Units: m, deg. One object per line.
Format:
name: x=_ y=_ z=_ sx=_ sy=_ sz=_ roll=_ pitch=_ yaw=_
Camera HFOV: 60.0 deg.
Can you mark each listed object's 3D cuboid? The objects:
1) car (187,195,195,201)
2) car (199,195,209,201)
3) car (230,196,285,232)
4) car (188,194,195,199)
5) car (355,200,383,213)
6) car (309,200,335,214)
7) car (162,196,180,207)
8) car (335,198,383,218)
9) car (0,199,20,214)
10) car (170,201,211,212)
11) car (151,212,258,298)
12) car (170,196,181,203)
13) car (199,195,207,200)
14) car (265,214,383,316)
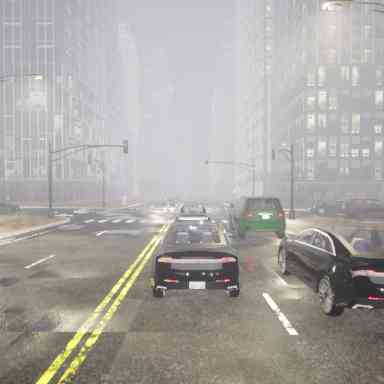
car: x=-0.218 y=1.454 z=80.822 sx=2.033 sy=1.411 sz=5.357 roll=0 pitch=0 yaw=0
car: x=3.029 y=1.474 z=81.614 sx=1.994 sy=1.385 sz=4.181 roll=0 pitch=0 yaw=0
car: x=3.302 y=1.213 z=17.588 sx=2.150 sy=2.045 sz=5.566 roll=0 pitch=0 yaw=0
car: x=-0.247 y=1.333 z=91.270 sx=1.895 sy=1.301 sz=4.718 roll=0 pitch=0 yaw=0
car: x=21.705 y=1.641 z=38.377 sx=4.829 sy=1.417 sz=1.752 roll=1 pitch=0 yaw=1
car: x=15.160 y=1.605 z=35.906 sx=4.892 sy=1.490 sz=1.837 roll=1 pitch=1 yaw=2
car: x=-3.481 y=1.453 z=51.349 sx=2.128 sy=1.511 sz=4.902 roll=0 pitch=0 yaw=0
car: x=16.119 y=1.518 z=30.076 sx=5.009 sy=1.841 sz=2.192 roll=1 pitch=0 yaw=1
car: x=-19.483 y=1.406 z=33.154 sx=4.181 sy=1.385 sz=1.994 roll=1 pitch=1 yaw=1
car: x=0.049 y=1.482 z=18.522 sx=2.128 sy=1.511 sz=4.902 roll=0 pitch=0 yaw=0
car: x=0.077 y=1.488 z=8.495 sx=2.128 sy=1.511 sz=4.902 roll=0 pitch=0 yaw=0
car: x=-3.442 y=1.490 z=70.586 sx=1.994 sy=1.385 sz=4.181 roll=0 pitch=0 yaw=0
car: x=3.004 y=1.501 z=91.277 sx=1.895 sy=1.301 sz=4.718 roll=0 pitch=0 yaw=0
car: x=3.327 y=1.488 z=7.469 sx=2.128 sy=1.511 sz=4.902 roll=0 pitch=0 yaw=0
